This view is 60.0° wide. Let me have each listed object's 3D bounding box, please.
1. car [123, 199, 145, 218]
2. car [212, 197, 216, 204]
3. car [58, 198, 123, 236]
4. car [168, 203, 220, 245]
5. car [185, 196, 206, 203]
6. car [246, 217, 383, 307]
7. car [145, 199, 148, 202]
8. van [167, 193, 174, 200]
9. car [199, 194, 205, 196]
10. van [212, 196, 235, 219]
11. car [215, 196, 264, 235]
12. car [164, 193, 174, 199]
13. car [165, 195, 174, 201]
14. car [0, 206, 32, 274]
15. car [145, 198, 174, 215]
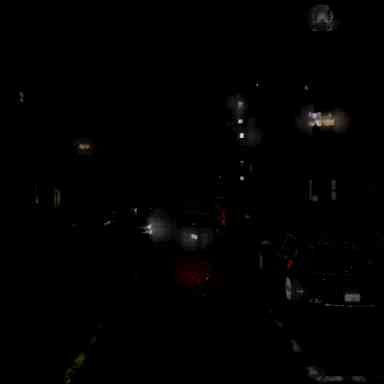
[{"bbox_3d":[-5.677,1.405,29.410,1.967,1.590,4.097,1,0,0],"label":"car"},{"bbox_3d":[2.703,1.412,23.996,1.967,1.590,4.097,1,0,0],"label":"car"},{"bbox_3d":[-5.673,1.293,18.595,2.192,1.841,5.009,1,0,0],"label":"car"},{"bbox_3d":[0.090,1.488,15.403,1.837,1.490,4.892,0,0,0],"label":"car"},{"bbox_3d":[0.090,1.439,32.379,1.882,1.535,5.008,0,0,0],"label":"car"},{"bbox_3d":[2.704,1.542,7.774,2.008,1.369,4.403,1,0,0],"label":"car"},{"bbox_3d":[-5.681,1.503,40.224,2.008,1.369,4.403,1,0,0],"label":"car"},{"bbox_3d":[-5.682,1.231,89.548,1.690,1.788,3.998,1,0,0],"label":"van"},{"bbox_3d":[2.696,1.330,89.610,1.967,1.590,4.097,1,0,0],"label":"car"},{"bbox_3d":[2.705,1.307,29.403,1.690,1.788,3.998,1,0,0],"label":"van"},{"bbox_3d":[2.706,1.293,18.588,2.192,1.841,5.009,1,0,0],"label":"car"},{"bbox_3d":[-5.761,1.449,78.179,1.887,1.381,4.507,1,0,0],"label":"car"},{"bbox_3d":[-5.686,1.442,83.861,1.887,1.381,4.507,1,0,0],"label":"car"},{"bbox_3d":[-5.672,1.306,7.780,2.192,1.841,5.009,1,0,0],"label":"car"},{"bbox_3d":[-3.096,1.562,32.832,1.895,1.301,4.718,0,0,0],"label":"car"}]
